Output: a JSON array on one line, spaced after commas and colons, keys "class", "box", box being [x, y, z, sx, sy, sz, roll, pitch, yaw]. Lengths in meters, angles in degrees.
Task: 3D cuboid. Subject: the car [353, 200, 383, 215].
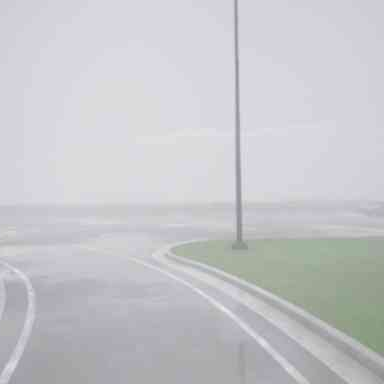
[{"class": "car", "box": [18.585, 1.518, 32.951, 4.181, 1.385, 1.994, -1, 0, -2]}]

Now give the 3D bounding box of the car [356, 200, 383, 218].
[{"class": "car", "box": [17.841, 1.489, 29.434, 5.357, 1.411, 2.033, -1, 0, -2]}]
